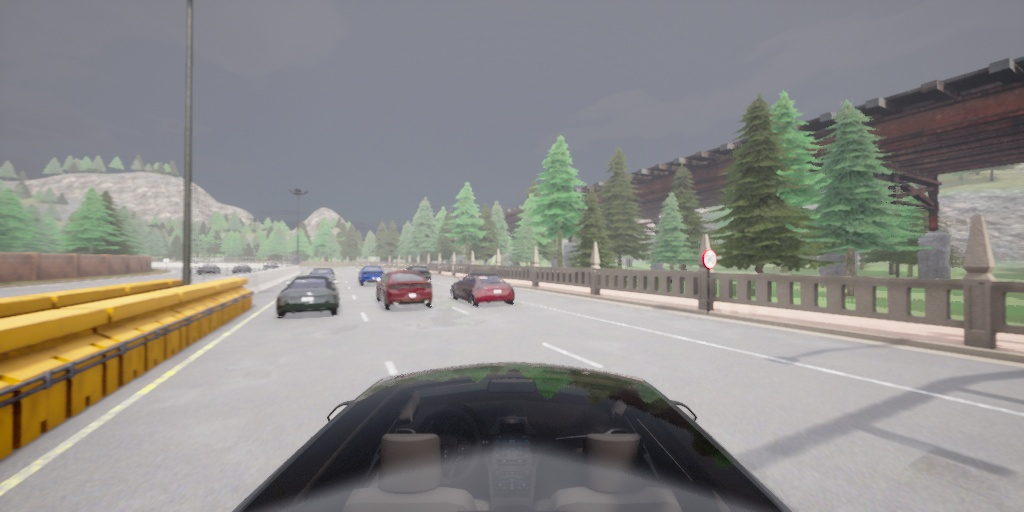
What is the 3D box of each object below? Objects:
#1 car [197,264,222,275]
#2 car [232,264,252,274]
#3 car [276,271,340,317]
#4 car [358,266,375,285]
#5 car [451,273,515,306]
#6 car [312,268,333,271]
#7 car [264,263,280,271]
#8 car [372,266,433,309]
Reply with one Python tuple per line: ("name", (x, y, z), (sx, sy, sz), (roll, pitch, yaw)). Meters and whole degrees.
("car", (-40.845, 1.806, 48.498), (2.033, 1.411, 5.357), (0, -1, -29))
("car", (-38.671, 1.859, 51.521), (1.994, 1.385, 4.181), (0, -1, -31))
("car", (-7.809, 1.451, 14.006), (1.994, 1.385, 4.181), (0, -1, -25))
("car", (-11.562, 1.543, 29.537), (1.882, 1.535, 5.008), (0, 0, -26))
("car", (-1.487, 1.493, 17.021), (1.994, 1.385, 4.181), (0, -1, -26))
("car", (-13.957, 1.574, 26.445), (2.033, 1.411, 5.357), (0, -1, -26))
("car", (-35.376, 1.807, 52.839), (2.128, 1.511, 4.902), (0, -1, -31))
("car", (-4.927, 1.392, 16.095), (1.882, 1.535, 5.008), (0, 0, -26))
